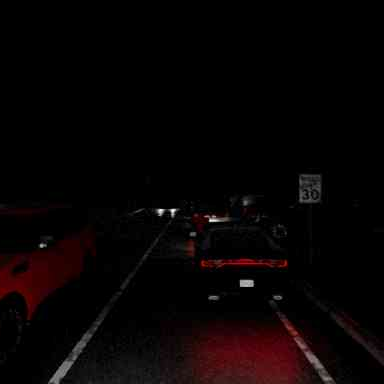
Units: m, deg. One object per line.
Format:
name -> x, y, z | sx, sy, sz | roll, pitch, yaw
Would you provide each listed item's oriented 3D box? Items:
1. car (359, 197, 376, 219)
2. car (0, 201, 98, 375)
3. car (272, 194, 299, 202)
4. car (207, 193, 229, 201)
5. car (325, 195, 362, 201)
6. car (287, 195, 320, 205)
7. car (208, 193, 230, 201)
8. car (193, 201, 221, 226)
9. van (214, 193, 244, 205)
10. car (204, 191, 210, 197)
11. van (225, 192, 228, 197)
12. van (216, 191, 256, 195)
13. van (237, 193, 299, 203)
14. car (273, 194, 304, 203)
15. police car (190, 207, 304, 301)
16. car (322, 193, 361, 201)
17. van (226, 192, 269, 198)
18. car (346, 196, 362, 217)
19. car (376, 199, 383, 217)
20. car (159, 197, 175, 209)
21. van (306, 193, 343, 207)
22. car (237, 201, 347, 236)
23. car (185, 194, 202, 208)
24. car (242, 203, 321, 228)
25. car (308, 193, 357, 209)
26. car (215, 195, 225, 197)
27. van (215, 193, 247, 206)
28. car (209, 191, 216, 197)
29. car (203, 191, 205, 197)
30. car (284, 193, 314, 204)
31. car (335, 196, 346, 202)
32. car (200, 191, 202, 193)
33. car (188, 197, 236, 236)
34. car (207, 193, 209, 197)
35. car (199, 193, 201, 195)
car -> 18.784, 1.454, 30.874 | 5.008, 1.535, 2.097 | 0, 0, 0
car -> -3.351, 1.218, 5.927 | 2.150, 2.045, 5.566 | 0, 0, 0
car -> 18.738, 1.187, 66.963 | 4.892, 1.521, 2.231 | 0, 1, 0
car -> 5.613, 1.013, 72.177 | 4.553, 1.767, 2.185 | 0, 1, 0
car -> 18.805, 1.451, 39.206 | 4.792, 1.488, 2.163 | 0, 0, 0
car -> 18.721, 1.315, 55.860 | 4.792, 1.488, 2.163 | 0, 1, 0
car -> 5.618, 1.038, 69.373 | 4.553, 1.767, 2.185 | 0, 1, 0
car -> 0.970, 1.471, 24.415 | 1.837, 1.490, 4.892 | 0, 0, 0
van -> 5.792, 1.088, 52.554 | 4.442, 1.987, 1.878 | 0, 1, 0
car -> 5.629, 0.962, 63.766 | 5.566, 2.045, 2.435 | 0, 1, 0
van -> 5.823, 1.221, 32.925 | 4.442, 1.987, 1.878 | 0, 0, 0
van -> 5.805, 1.162, 44.146 | 4.442, 1.987, 1.878 | 0, 0, 0
van -> 5.836, 1.236, 24.513 | 4.442, 1.987, 1.878 | 0, 0, 0
car -> 18.552, 1.208, 64.186 | 5.366, 1.575, 1.946 | 0, 0, 0
police car -> 0.973, 1.420, 8.504 | 1.930, 1.638, 5.238 | 0, 0, 0
car -> 18.743, 1.152, 41.979 | 5.566, 2.045, 2.435 | 0, 0, 0
van -> 5.594, 1.229, 30.124 | 4.442, 1.987, 1.878 | 0, 0, 0
car -> 18.969, 1.443, 33.651 | 5.366, 1.575, 1.946 | 0, 0, 0
car -> 18.787, 1.461, 28.096 | 4.892, 1.521, 2.231 | 0, 0, 0
car -> -3.259, 1.357, 43.996 | 1.882, 1.535, 5.008 | 0, 0, 0
van -> 18.880, 1.134, 47.532 | 4.442, 1.987, 1.878 | 0, 1, 0
car -> 5.543, 1.465, 18.907 | 5.366, 1.575, 1.946 | 0, 0, 0
car -> 0.007, 1.420, 45.089 | 2.033, 1.411, 5.357 | 0, 0, 1
car -> 5.726, 1.505, 21.710 | 4.674, 1.452, 2.002 | 0, 0, 0
car -> 18.796, 1.133, 44.756 | 5.566, 2.045, 2.435 | 0, 1, 0
car -> 5.699, 1.408, 41.340 | 4.892, 1.521, 2.231 | 0, 0, 0
van -> 5.797, 1.113, 49.750 | 4.442, 1.987, 1.878 | 0, 1, 0
car -> 5.656, 1.112, 46.946 | 5.566, 2.045, 2.435 | 0, 1, 0
car -> 5.625, 0.937, 66.569 | 5.566, 2.045, 2.435 | 0, 1, 0
car -> 18.777, 1.135, 58.636 | 4.553, 1.767, 2.185 | 0, 1, 0
car -> 18.751, 1.468, 36.423 | 4.792, 1.488, 2.163 | 0, 0, 0
car -> 5.795, 0.936, 94.603 | 5.366, 1.575, 1.946 | 0, 1, 0
car -> 0.971, 1.332, 18.377 | 2.097, 1.767, 4.553 | 0, 0, 0
car -> 5.660, 1.279, 60.965 | 4.674, 1.452, 2.002 | 0, 1, 0
car -> -0.011, 1.273, 58.234 | 2.128, 1.511, 4.902 | 0, 0, 0
